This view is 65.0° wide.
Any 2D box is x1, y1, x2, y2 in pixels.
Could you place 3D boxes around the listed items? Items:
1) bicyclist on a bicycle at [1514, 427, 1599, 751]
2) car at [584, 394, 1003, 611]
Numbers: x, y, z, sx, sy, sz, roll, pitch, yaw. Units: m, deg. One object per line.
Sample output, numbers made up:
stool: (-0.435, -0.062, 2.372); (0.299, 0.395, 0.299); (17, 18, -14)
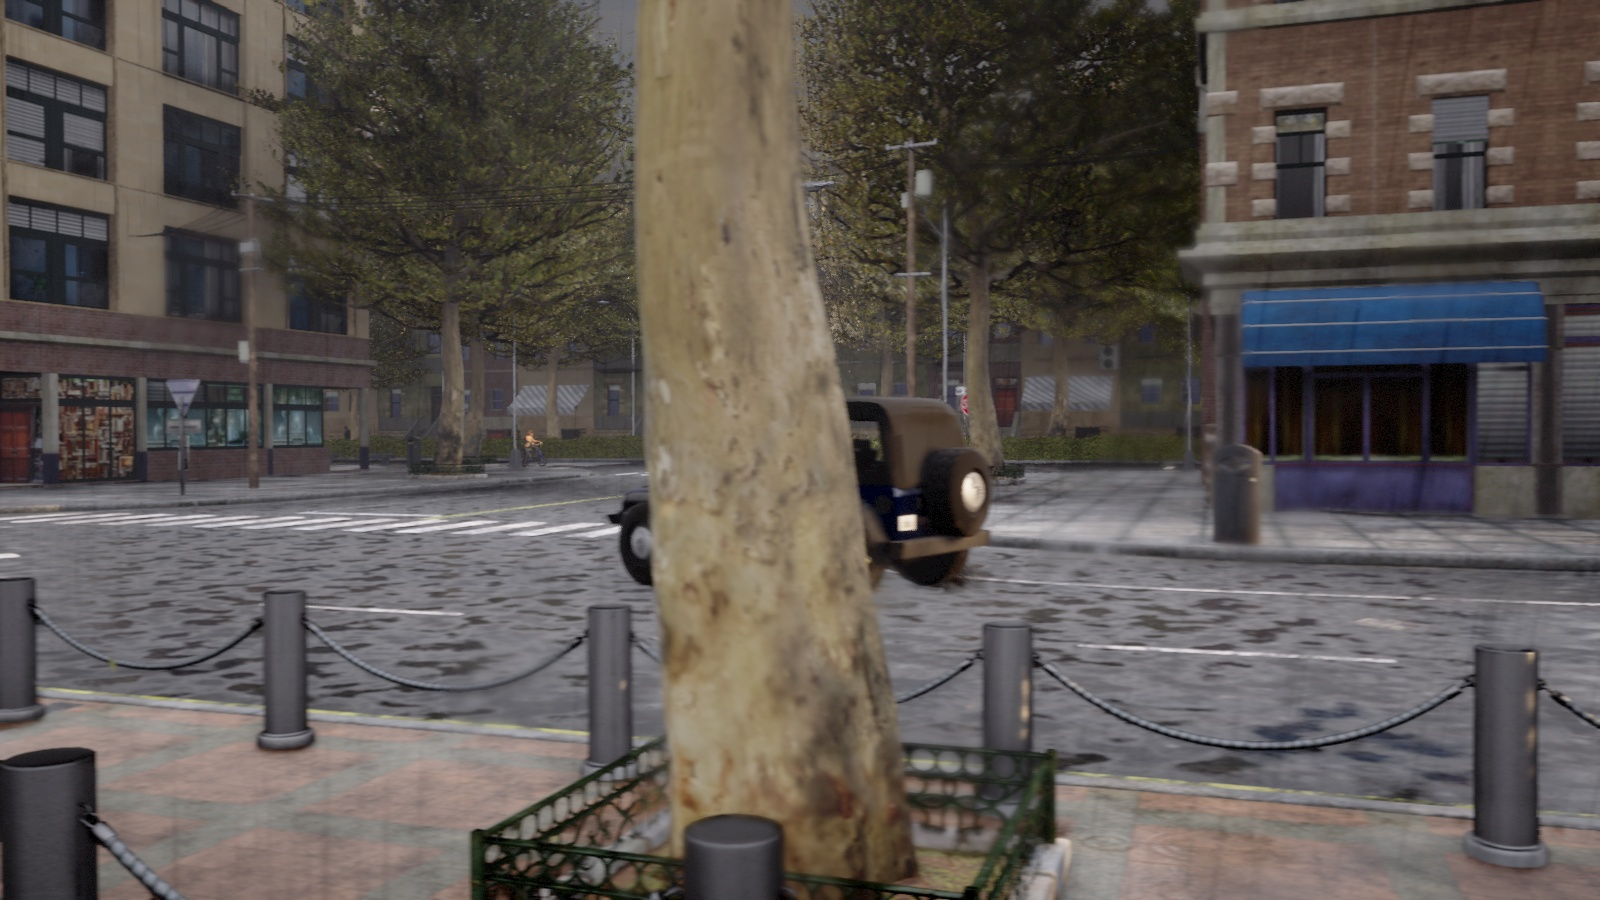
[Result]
bicyclist on a bicycle: (4.631, 0.695, 6.382); (1.656, 1.620, 0.582); (0, 1, 19)
car: (-0.128, 0.418, 12.730); (3.866, 1.878, 1.905); (1, 1, 36)
